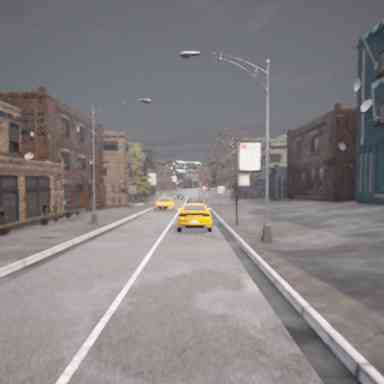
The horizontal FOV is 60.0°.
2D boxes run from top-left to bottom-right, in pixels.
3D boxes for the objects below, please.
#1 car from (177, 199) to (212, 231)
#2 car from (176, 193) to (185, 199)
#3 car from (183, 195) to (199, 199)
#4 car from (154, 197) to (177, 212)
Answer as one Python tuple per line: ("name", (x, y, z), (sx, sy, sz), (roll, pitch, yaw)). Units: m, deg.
("car", (0.145, 1.404, 20.069), (1.882, 1.535, 5.008), (0, 0, 0))
("car", (-2.646, 0.920, 78.117), (1.837, 1.490, 4.892), (0, 1, 0))
("car", (0.241, 1.383, 39.354), (2.033, 1.411, 5.357), (0, 0, 0))
("car", (-2.968, 1.327, 36.506), (1.882, 1.535, 5.008), (0, 0, 0))
